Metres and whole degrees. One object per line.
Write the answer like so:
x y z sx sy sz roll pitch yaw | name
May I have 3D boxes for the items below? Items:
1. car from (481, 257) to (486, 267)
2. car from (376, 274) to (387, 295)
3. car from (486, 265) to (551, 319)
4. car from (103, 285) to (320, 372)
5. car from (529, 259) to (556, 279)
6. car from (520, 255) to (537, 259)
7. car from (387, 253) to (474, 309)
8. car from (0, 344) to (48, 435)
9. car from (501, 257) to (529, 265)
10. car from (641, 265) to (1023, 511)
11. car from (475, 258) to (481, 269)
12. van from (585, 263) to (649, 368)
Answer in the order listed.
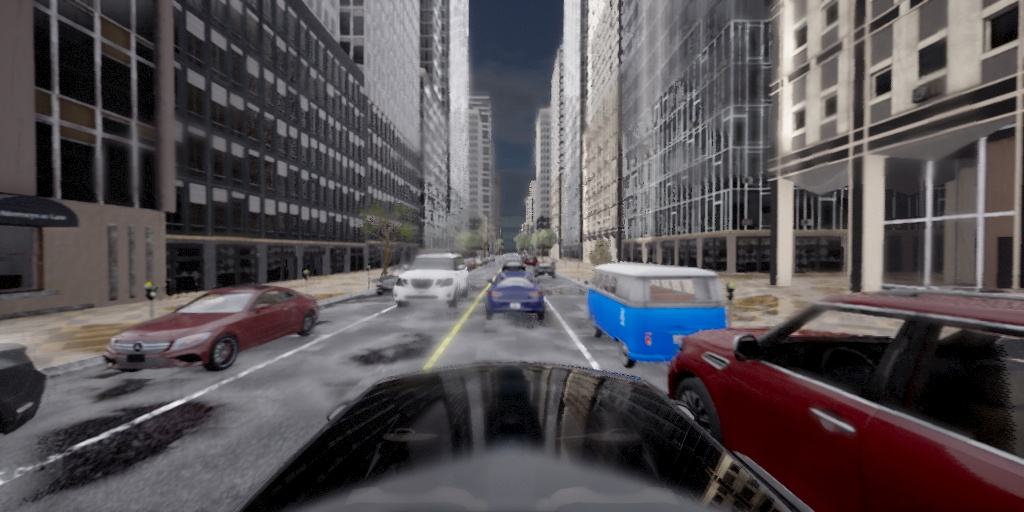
-5.647 0.985 58.508 1.751 1.417 4.829 0 0 0 | car
-5.680 1.212 18.893 2.007 1.370 4.403 0 0 0 | car
0.107 1.222 12.376 1.812 1.442 4.674 0 0 0 | car
-5.689 1.301 7.526 1.802 1.307 4.207 0 0 0 | car
2.711 1.158 30.253 2.007 1.370 4.403 0 0 0 | car
2.729 0.806 52.988 2.192 1.841 5.009 0 0 0 | car
-3.083 0.904 14.959 2.150 2.045 5.566 0 0 0 | car
-5.695 1.298 1.842 2.007 1.370 4.403 0 0 0 | car
0.122 1.088 29.382 1.882 1.535 5.008 0 0 0 | car
2.687 1.065 1.836 2.192 1.841 5.009 0 0 0 | car
-5.656 0.957 47.311 1.967 1.591 4.097 0 0 0 | car
2.692 1.063 7.519 1.690 1.789 3.998 0 0 0 | van
